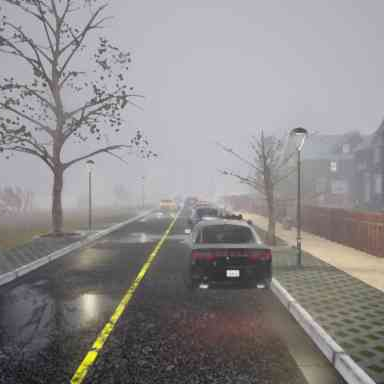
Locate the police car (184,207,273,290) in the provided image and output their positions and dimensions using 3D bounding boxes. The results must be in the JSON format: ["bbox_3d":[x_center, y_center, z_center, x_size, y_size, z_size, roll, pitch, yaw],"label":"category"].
[{"bbox_3d":[0.820,1.425,9.240,1.930,1.638,5.238,0,0,0],"label":"police car"}]

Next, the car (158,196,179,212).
[{"bbox_3d":[-2.874,1.488,38.747,1.882,1.535,5.008,0,0,0],"label":"car"}]

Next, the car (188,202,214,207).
[{"bbox_3d":[0.814,1.528,19.130,1.812,1.442,4.674,0,0,0],"label":"car"}]

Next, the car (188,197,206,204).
[{"bbox_3d":[0.810,1.459,25.320,1.801,1.575,5.366,0,0,0],"label":"car"}]

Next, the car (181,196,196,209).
[{"bbox_3d":[-0.008,1.368,45.868,2.097,1.767,4.553,0,0,0],"label":"car"}]

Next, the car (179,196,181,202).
[{"bbox_3d":[-2.790,1.564,66.622,1.812,1.442,4.674,0,0,0],"label":"car"}]

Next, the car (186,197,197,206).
[{"bbox_3d":[-0.034,1.552,56.959,1.812,1.442,4.674,0,0,0],"label":"car"}]
